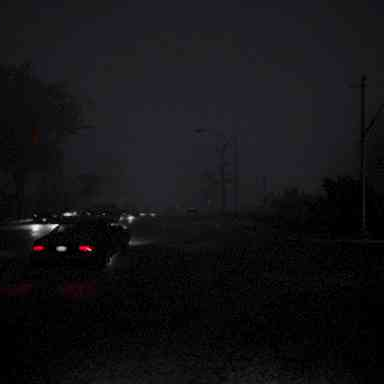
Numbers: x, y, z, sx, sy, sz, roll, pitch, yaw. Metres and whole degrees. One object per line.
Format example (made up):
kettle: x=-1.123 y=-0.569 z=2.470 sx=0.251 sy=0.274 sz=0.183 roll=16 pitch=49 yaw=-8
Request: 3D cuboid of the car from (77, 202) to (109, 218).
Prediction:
car: x=-10.588 y=1.901 z=36.021 sx=1.882 sy=1.535 sz=5.008 roll=0 pitch=-2 yaw=0

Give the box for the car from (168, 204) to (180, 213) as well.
car: x=-3.504 y=3.276 z=66.449 sx=2.097 sy=1.767 sz=4.553 roll=0 pitch=-3 yaw=0

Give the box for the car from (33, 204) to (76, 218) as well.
car: x=-10.619 y=1.646 z=26.214 sx=2.033 sy=1.411 sz=5.357 roll=0 pitch=-1 yaw=-4

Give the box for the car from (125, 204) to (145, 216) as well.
car: x=-7.084 y=2.044 z=37.663 sx=2.033 sy=1.411 sz=5.357 roll=0 pitch=-3 yaw=0

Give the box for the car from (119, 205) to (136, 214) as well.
car: x=-10.530 y=2.835 z=54.213 sx=1.812 sy=1.442 sz=4.674 roll=0 pitch=-3 yaw=1

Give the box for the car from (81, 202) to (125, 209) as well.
car: x=-7.092 y=1.626 z=27.123 sx=1.837 sy=1.490 sz=4.892 roll=0 pitch=-1 yaw=0

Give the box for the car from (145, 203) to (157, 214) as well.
car: x=-7.028 y=2.685 z=54.708 sx=2.097 sy=1.767 sz=4.553 roll=0 pitch=-3 yaw=0

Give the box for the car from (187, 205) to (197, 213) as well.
car: x=-0.004 y=3.397 z=66.474 sx=1.882 sy=1.535 sz=5.008 roll=0 pitch=-3 yaw=0

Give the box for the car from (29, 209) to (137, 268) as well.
car: x=-3.400 y=1.522 z=11.170 sx=2.033 sy=1.411 sz=5.357 roll=0 pitch=0 yaw=0

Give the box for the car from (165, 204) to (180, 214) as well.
car: x=-3.503 y=3.022 z=56.483 sx=1.895 sy=1.301 sz=4.718 roll=0 pitch=-3 yaw=0

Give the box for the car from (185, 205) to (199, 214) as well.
car: x=-0.003 y=2.904 z=56.041 sx=1.837 sy=1.490 sz=4.892 roll=0 pitch=-3 yaw=0
